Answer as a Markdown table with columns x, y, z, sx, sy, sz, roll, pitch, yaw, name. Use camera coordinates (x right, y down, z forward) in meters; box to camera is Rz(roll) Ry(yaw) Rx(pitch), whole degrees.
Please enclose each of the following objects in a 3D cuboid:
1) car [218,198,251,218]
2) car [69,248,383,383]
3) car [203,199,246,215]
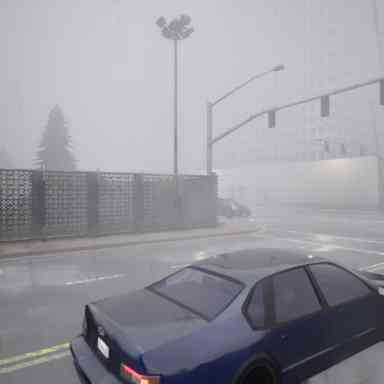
| x | y | z | sx | sy | sz | roll | pitch | yaw | name |
| --- | --- | --- | --- | --- | --- | --- | --- | --- | --- |
| 3.003 | 1.296 | 29.097 | 2.097 | 1.767 | 4.553 | 0 | 0 | -35 | car |
| 1.199 | 1.547 | 4.654 | 5.357 | 1.411 | 2.033 | 0 | 0 | -35 | car |
| 3.325 | 1.470 | 34.690 | 1.812 | 1.442 | 4.674 | 0 | 0 | -35 | car |
